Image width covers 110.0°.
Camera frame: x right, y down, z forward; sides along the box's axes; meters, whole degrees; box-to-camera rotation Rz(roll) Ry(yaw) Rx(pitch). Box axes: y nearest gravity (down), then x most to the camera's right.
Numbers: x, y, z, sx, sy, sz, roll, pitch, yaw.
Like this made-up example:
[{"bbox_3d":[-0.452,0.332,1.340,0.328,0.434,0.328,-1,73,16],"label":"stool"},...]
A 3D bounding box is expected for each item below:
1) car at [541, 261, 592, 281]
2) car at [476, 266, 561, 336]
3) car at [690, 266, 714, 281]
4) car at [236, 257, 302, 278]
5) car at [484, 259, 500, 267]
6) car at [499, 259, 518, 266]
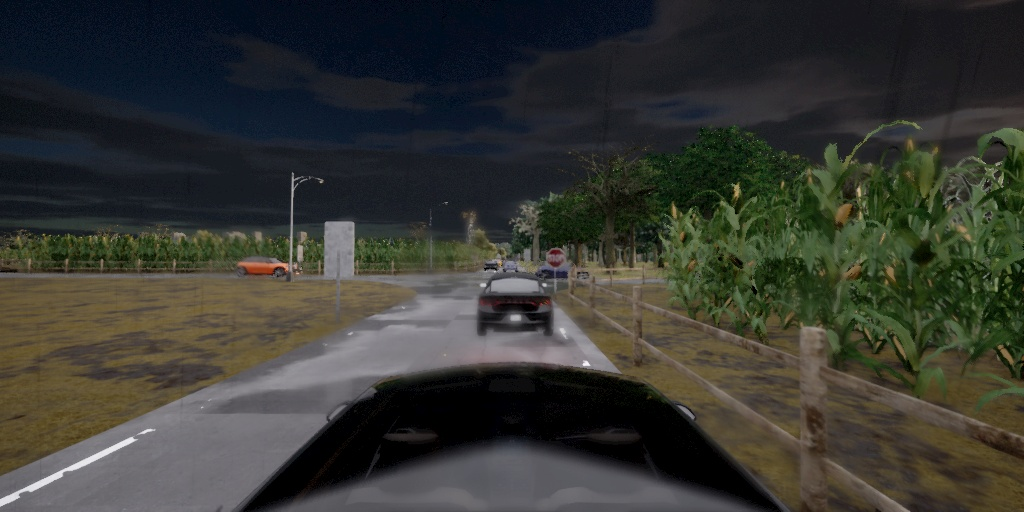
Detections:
[{"bbox_3d":[4.280,1.148,29.530,4.553,1.767,2.097,1,-1,0],"label":"car"},{"bbox_3d":[0.066,1.230,10.467,1.882,1.535,5.008,0,0,0],"label":"car"},{"bbox_3d":[18.657,1.593,33.228,4.902,1.511,2.128,1,-1,0],"label":"car"},{"bbox_3d":[-19.874,0.871,29.546,4.553,1.767,2.097,0,-1,0],"label":"car"},{"bbox_3d":[-2.854,1.320,50.357,2.033,1.411,5.357,0,0,1],"label":"car"},{"bbox_3d":[-0.165,1.317,46.719,2.033,1.411,5.357,0,0,1],"label":"car"}]
